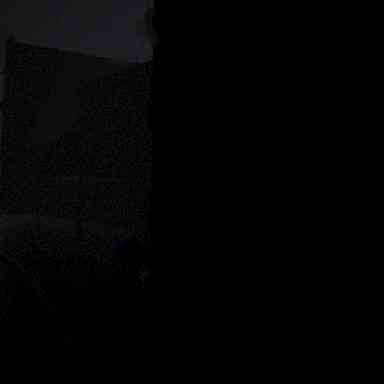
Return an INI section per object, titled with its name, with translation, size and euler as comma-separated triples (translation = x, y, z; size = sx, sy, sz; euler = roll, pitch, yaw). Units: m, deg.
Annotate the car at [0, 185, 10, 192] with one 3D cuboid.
[car]
translation = -47.602, -0.985, 81.503
size = 4.792, 1.488, 2.163
euler = 2, 1, -38
